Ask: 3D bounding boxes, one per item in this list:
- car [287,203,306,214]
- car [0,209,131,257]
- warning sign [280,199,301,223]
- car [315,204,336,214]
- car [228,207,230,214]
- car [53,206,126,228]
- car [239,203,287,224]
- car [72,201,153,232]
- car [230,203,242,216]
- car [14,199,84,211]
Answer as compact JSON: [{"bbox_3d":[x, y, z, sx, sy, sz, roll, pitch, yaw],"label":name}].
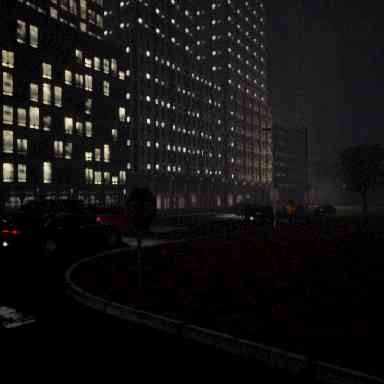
[{"bbox_3d":[14.286,2.256,45.562,1.837,1.490,4.892,-1,-1,36],"label":"car"},{"bbox_3d":[-5.029,1.609,13.510,1.837,1.490,4.892,-1,-2,36],"label":"car"},{"bbox_3d":[7.897,1.495,26.580,1.300,1.860,1.060,0,0,36],"label":"warning sign"},{"bbox_3d":[18.291,2.319,45.539,1.994,1.385,4.181,-1,-1,36],"label":"car"},{"bbox_3d":[6.854,2.241,46.676,1.882,1.535,5.008,-1,-2,37],"label":"car"},{"bbox_3d":[-7.974,1.904,26.380,2.033,1.411,5.357,-1,-1,36],"label":"car"},{"bbox_3d":[6.316,1.929,29.100,1.837,1.490,4.892,-1,-2,36],"label":"car"},{"bbox_3d":[-4.417,1.588,19.888,2.097,1.767,4.553,-1,-1,36],"label":"car"},{"bbox_3d":[7.087,2.169,41.507,1.837,1.490,4.892,-1,-1,36],"label":"car"},{"bbox_3d":[-8.802,1.449,19.728,2.150,2.045,5.566,-1,-1,36],"label":"car"}]
